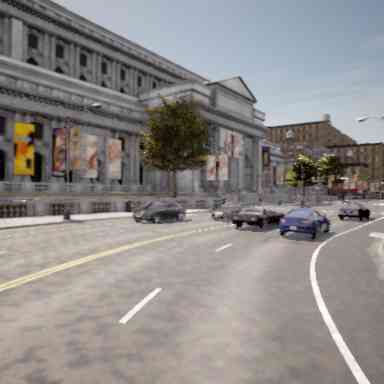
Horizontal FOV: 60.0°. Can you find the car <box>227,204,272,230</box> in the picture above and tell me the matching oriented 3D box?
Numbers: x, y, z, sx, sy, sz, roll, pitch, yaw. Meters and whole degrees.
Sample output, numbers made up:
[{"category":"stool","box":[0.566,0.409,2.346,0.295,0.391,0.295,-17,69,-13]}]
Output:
[{"category":"car","box":[4.454,1.653,21.864,1.895,1.301,4.718,1,0,35]}]

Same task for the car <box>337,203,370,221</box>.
[{"category":"car","box":[14.346,1.717,29.353,2.033,1.411,5.357,1,0,37]}]

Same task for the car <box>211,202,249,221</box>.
[{"category":"car","box":[3.425,1.532,26.725,2.128,1.511,4.902,1,0,38]}]

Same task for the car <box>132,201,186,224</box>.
[{"category":"car","box":[-2.349,1.478,24.634,1.837,1.490,4.892,0,-1,34]}]

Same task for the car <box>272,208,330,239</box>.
[{"category":"car","box":[6.183,1.599,18.109,1.812,1.442,4.674,0,0,33]}]
